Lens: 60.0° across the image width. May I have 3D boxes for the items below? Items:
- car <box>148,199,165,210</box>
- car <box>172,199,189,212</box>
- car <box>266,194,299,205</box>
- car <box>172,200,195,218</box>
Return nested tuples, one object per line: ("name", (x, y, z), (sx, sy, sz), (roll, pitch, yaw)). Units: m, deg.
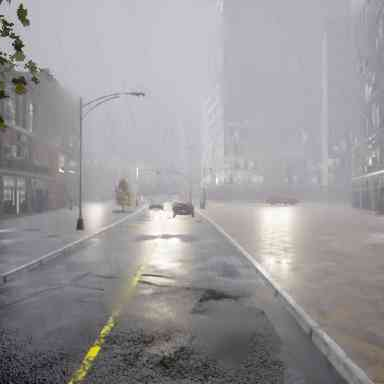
("car", (-4.488, 1.549, 42.291), (2.033, 1.411, 5.357), (0, 0, -4))
("car", (-1.504, 1.607, 40.661), (1.895, 1.301, 4.718), (0, 0, -4))
("car", (13.940, 1.201, 51.523), (5.009, 1.841, 2.192), (0, -1, 15))
("car", (-0.820, 1.482, 30.786), (1.882, 1.535, 5.008), (0, 0, -3))
